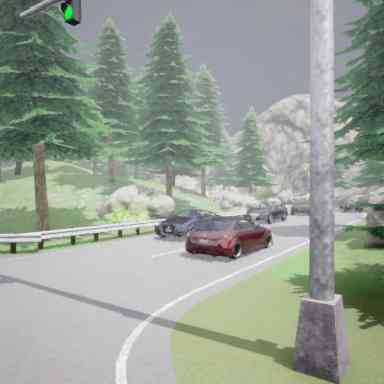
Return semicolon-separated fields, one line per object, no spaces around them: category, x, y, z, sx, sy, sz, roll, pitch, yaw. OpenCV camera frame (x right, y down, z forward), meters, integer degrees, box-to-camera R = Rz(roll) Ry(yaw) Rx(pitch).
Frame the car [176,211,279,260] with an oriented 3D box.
car;1.538;1.641;12.794;1.994;1.385;4.181;0;-1;35

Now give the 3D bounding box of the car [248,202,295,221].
car;5.713;1.507;25.145;2.128;1.511;4.902;0;0;35

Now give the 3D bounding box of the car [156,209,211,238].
car;0.052;1.579;16.969;1.994;1.385;4.181;0;0;35

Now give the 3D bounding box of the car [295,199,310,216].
car;11.313;1.520;33.691;1.837;1.490;4.892;0;0;28
